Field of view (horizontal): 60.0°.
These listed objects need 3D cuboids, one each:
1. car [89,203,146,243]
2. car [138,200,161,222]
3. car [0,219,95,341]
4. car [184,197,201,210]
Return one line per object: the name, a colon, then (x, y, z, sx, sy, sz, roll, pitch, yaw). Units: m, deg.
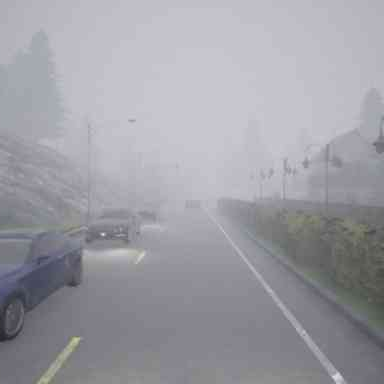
car: (-3.584, 1.466, 15.835, 1.837, 1.490, 4.892, 0, 0, 0)
car: (-3.550, 1.414, 26.147, 1.882, 1.535, 5.008, 0, 0, 1)
car: (-3.589, 1.509, 6.614, 1.812, 1.442, 4.674, 0, 0, 0)
car: (0.120, 1.380, 40.318, 1.882, 1.535, 5.008, 0, 0, 0)
